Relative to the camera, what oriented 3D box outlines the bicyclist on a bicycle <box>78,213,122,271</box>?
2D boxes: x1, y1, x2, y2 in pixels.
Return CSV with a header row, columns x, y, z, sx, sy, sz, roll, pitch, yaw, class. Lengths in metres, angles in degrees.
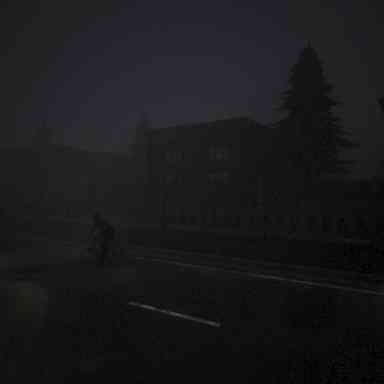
x,y,z,sx,sy,sz,roll,pitch,yaw,class
-2.693,1.443,9.847,0.582,1.620,1.656,0,2,34,bicyclist on a bicycle
